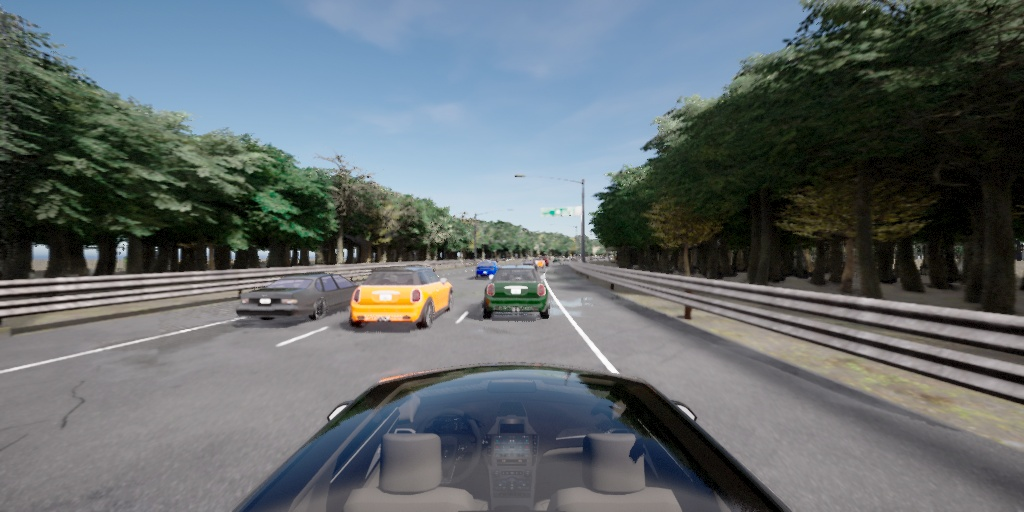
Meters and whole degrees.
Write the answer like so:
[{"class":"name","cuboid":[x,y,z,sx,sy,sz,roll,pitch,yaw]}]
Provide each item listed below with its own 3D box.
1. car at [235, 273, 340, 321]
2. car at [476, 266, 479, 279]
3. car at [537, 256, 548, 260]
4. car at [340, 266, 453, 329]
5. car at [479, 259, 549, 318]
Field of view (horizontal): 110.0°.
[{"class":"car","cuboid":[-6.756,1.297,12.428,2.033,1.411,5.357,0,0,2]},{"class":"car","cuboid":[-2.113,1.248,33.412,1.882,1.535,5.008,0,0,5]},{"class":"car","cuboid":[4.401,1.136,60.489,2.097,1.767,4.553,0,0,8]},{"class":"car","cuboid":[-3.250,1.107,11.485,2.097,1.767,4.553,0,0,1]},{"class":"car","cuboid":[0.188,1.117,13.227,2.097,1.767,4.553,0,0,2]}]
